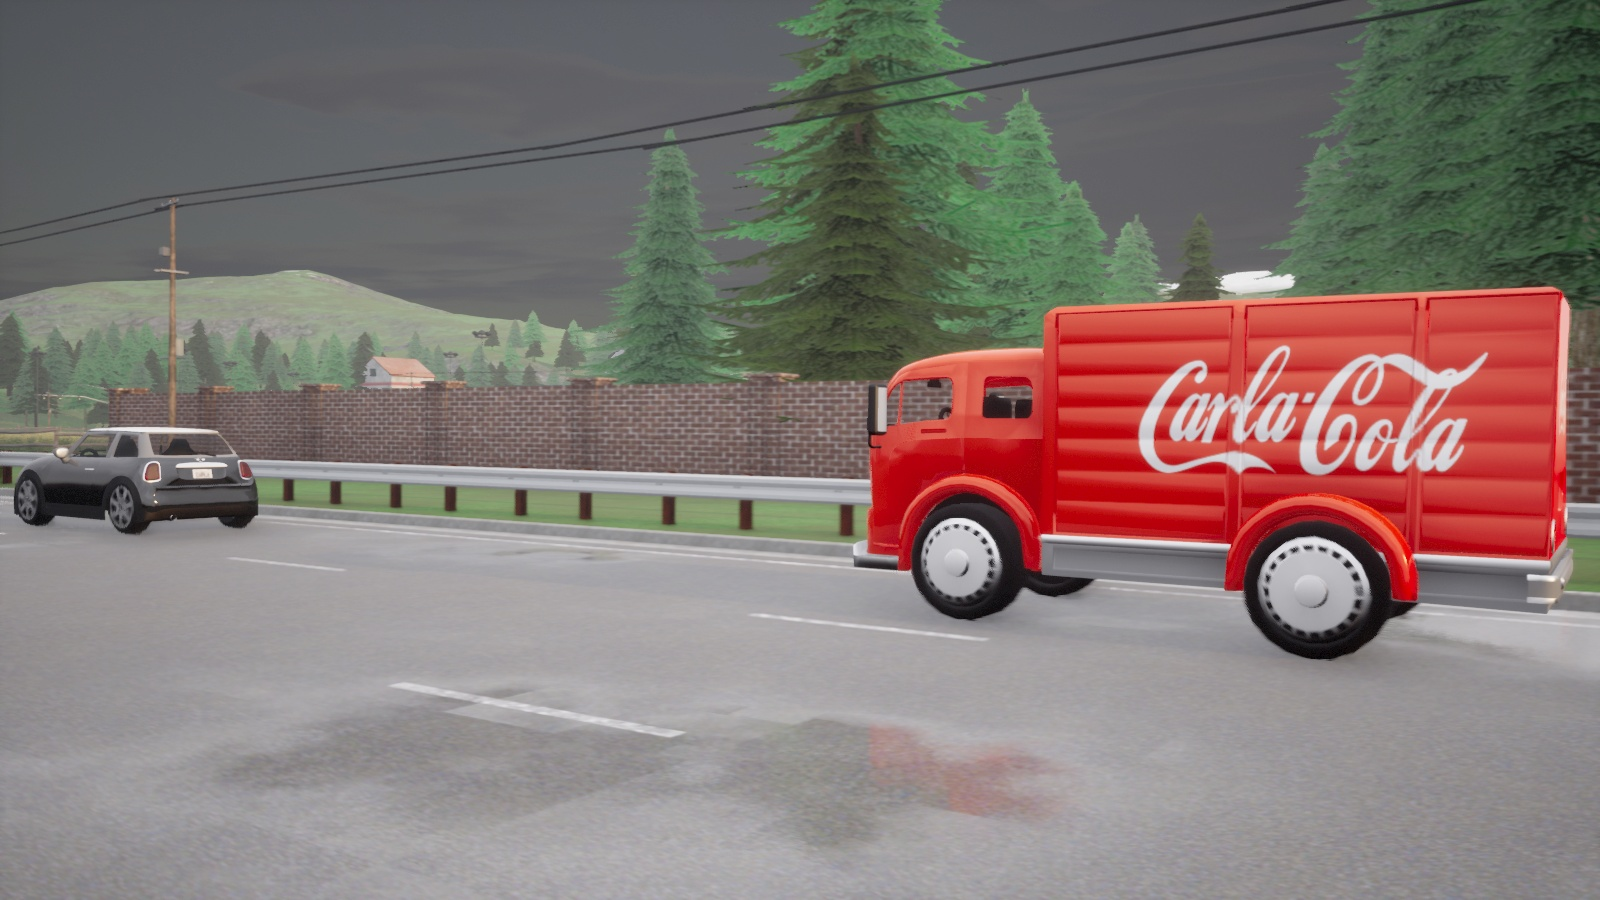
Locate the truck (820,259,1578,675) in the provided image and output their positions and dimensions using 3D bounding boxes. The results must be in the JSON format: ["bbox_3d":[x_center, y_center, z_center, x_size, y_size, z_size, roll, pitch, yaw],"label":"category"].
[{"bbox_3d":[3.072,0.081,9.976,5.204,2.467,2.627,0,1,34],"label":"truck"}]

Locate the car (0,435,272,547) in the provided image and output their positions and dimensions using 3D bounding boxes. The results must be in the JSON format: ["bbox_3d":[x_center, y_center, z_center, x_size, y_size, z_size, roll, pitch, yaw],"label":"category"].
[{"bbox_3d":[-9.852,0.533,18.570,3.806,1.475,1.970,0,1,34],"label":"car"}]
